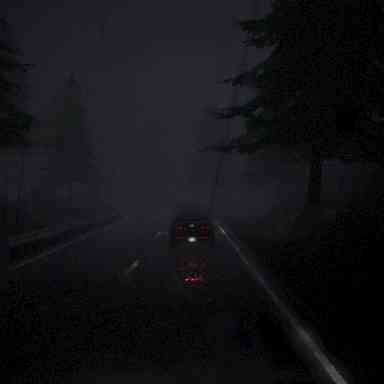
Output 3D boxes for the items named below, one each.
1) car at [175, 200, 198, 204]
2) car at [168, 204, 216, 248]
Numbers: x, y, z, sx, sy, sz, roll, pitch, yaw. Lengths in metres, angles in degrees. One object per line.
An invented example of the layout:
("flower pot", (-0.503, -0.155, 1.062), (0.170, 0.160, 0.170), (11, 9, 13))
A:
("car", (-0.449, 1.437, 29.987), (1.882, 1.535, 5.008), (0, 0, -12))
("car", (0.000, 1.494, 14.649), (1.837, 1.490, 4.892), (0, 0, 0))
